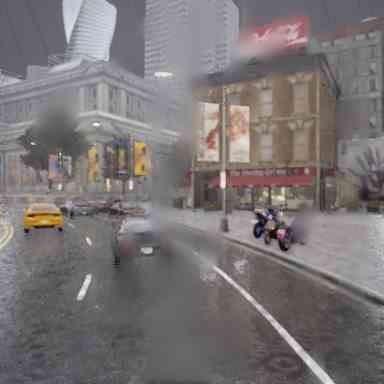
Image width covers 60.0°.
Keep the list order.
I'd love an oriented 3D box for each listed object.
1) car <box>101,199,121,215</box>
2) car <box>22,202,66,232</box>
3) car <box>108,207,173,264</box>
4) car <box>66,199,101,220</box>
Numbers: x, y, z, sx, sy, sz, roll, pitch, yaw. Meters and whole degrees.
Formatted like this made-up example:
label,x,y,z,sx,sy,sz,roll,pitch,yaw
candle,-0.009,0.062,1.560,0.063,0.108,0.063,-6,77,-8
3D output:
label,x,y,z,sx,sy,sz,roll,pitch,yaw
car,-9.018,1.398,31.742,2.002,1.452,4.674,0,0,-40
car,-8.880,1.402,19.660,1.882,1.535,5.008,0,0,-27
car,-1.877,1.481,11.657,1.812,1.442,4.674,0,0,-15
car,-9.517,1.387,27.163,2.128,1.511,4.902,0,0,-35
